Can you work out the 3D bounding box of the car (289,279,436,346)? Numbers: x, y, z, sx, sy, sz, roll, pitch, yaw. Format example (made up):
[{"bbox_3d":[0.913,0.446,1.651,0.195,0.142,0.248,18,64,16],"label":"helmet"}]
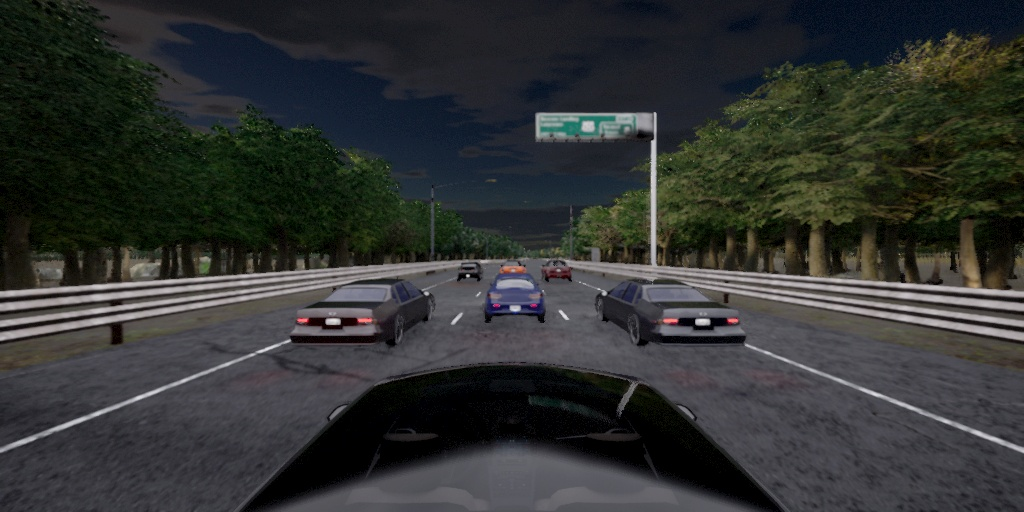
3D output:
[{"bbox_3d":[-3.401,1.299,9.324,2.033,1.411,5.357,0,0,0],"label":"car"}]

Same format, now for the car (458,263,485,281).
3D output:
[{"bbox_3d":[-3.405,1.286,30.135,1.837,1.490,4.892,0,0,0],"label":"car"}]

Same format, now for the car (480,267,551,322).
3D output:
[{"bbox_3d":[0.083,1.278,12.197,1.812,1.442,4.674,0,0,0],"label":"car"}]

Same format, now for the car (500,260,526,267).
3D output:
[{"bbox_3d":[0.096,1.133,29.755,2.097,1.767,4.553,0,0,0],"label":"car"}]

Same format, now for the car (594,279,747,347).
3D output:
[{"bbox_3d":[3.600,1.299,9.304,2.033,1.411,5.357,0,0,0],"label":"car"}]

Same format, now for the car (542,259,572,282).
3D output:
[{"bbox_3d":[3.596,1.133,29.756,2.097,1.767,4.553,0,0,0],"label":"car"}]
